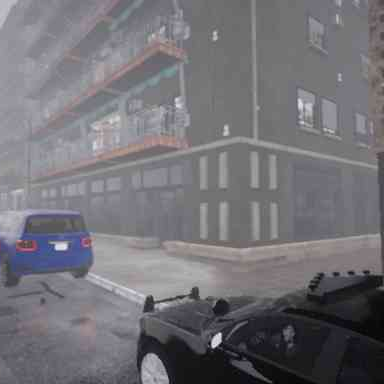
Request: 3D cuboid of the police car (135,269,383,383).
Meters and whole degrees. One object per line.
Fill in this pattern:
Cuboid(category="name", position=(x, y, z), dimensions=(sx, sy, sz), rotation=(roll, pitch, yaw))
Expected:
Cuboid(category="police car", position=(1.267, 1.579, 3.067), dimensions=(1.930, 1.638, 5.238), rotation=(3, -3, -40))

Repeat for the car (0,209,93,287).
Cuboid(category="car", position=(-5.110, 1.568, 10.677), dimensions=(2.150, 2.045, 5.566), rotation=(3, -3, -40))
